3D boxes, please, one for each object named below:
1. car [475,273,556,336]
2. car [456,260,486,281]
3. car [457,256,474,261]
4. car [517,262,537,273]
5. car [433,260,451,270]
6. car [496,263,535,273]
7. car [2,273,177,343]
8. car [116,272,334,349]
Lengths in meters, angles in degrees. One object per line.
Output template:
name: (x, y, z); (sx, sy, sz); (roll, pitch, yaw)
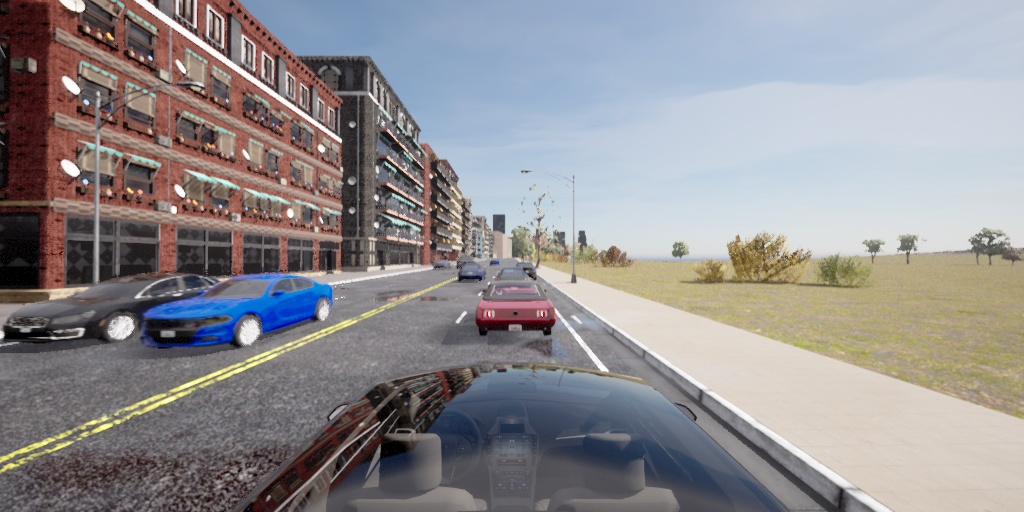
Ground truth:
car: (0.079, 1.350, 10.398); (1.895, 1.301, 4.718); (0, 0, 0)
car: (-3.225, 1.309, 29.550); (1.994, 1.385, 4.181); (0, 0, 0)
car: (-6.735, 0.958, 52.269); (2.150, 2.045, 5.566); (0, 0, 0)
car: (1.060, 1.250, 30.422); (1.837, 1.490, 4.892); (0, 0, 0)
car: (-9.985, 1.284, 51.822); (2.033, 1.411, 5.357); (0, 0, 0)
car: (0.042, 1.311, 20.429); (1.994, 1.385, 4.181); (0, 0, 0)
car: (-9.871, 1.253, 9.699); (1.837, 1.490, 4.892); (0, 0, 0)
car: (-6.621, 1.226, 9.386); (1.882, 1.535, 5.008); (0, 0, 0)
